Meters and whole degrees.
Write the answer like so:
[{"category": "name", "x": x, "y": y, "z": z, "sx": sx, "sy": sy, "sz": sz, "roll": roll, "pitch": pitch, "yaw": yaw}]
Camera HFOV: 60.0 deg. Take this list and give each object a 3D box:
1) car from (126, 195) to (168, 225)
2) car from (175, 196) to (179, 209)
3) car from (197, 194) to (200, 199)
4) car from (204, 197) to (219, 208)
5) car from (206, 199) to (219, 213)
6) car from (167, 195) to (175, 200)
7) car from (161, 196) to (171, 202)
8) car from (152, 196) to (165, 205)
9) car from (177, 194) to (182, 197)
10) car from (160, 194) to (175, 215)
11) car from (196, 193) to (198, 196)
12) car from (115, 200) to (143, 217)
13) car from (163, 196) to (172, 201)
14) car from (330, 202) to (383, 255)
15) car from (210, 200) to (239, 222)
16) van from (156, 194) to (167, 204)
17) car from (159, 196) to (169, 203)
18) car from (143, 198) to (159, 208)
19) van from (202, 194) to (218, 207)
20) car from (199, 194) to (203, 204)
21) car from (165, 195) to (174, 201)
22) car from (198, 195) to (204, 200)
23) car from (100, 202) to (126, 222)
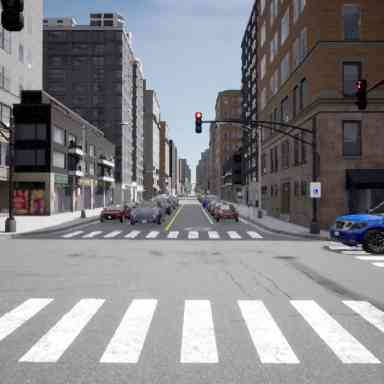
[{"category": "car", "x": -3.137, "y": 1.358, "z": 24.112, "sx": 2.097, "sy": 1.767, "sz": 4.553, "roll": 0, "pitch": 0, "yaw": 0}, {"category": "car", "x": -3.157, "y": 1.576, "z": 43.877, "sx": 1.994, "sy": 1.385, "sz": 4.181, "roll": 0, "pitch": 0, "yaw": 1}, {"category": "car", "x": 2.556, "y": 1.593, "z": 71.407, "sx": 1.947, "sy": 1.339, "sz": 4.313, "roll": 1, "pitch": 0, "yaw": 0}, {"category": "car", "x": 2.613, "y": 1.591, "z": 37.367, "sx": 1.802, "sy": 1.307, "sz": 4.206, "roll": 1, "pitch": 0, "yaw": 0}, {"category": "car", "x": 2.623, "y": 1.589, "z": 31.694, "sx": 1.802, "sy": 1.307, "sz": 4.206, "roll": 1, "pitch": 0, "yaw": 0}, {"category": "car", "x": -6.007, "y": 1.585, "z": 94.089, "sx": 1.887, "sy": 1.381, "sz": 4.507, "roll": 1, "pitch": 0, "yaw": 0}, {"category": "car", "x": -5.979, "y": 1.582, "z": 77.071, "sx": 2.008, "sy": 1.369, "sz": 4.403, "roll": 1, "pitch": 0, "yaw": 0}, {"category": "car", "x": -5.949, "y": 1.461, "z": 60.052, "sx": 1.967, "sy": 1.590, "sz": 4.097, "roll": 1, "pitch": 0, "yaw": 0}, {"category": "car", "x": -3.143, "y": 1.509, "z": 54.110, "sx": 2.128, "sy": 1.511, "sz": 4.902, "roll": 0, "pitch": 0, "yaw": 0}, {"category": "car", "x": -3.154, "y": 1.360, "z": 33.932, "sx": 2.097, "sy": 1.767, "sz": 4.553, "roll": 0, "pitch": 0, "yaw": 0}, {"category": "car", "x": 2.539, "y": 1.349, "z": 82.754, "sx": 2.192, "sy": 1.841, "sz": 5.009, "roll": 1, "pitch": 0, "yaw": 0}, {"category": "car", "x": -5.902, "y": 1.552, "z": 31.688, "sx": 1.887, "sy": 1.381, "sz": 4.507, "roll": 1, "pitch": 0, "yaw": 0}, {"category": "car", "x": -5.989, "y": 1.600, "z": 82.744, "sx": 1.947, "sy": 1.339, "sz": 4.313, "roll": 1, "pitch": 0, "yaw": 0}, {"category": "car", "x": 8.551, "y": 1.324, "z": 13.265, "sx": 5.566, "sy": 2.045, "sz": 2.150, "roll": 1, "pitch": -1, "yaw": 0}, {"category": "car", "x": 2.633, "y": 1.588, "z": 26.020, "sx": 1.802, "sy": 1.307, "sz": 4.206, "roll": 1, "pitch": 0, "yaw": 0}, {"category": "van", "x": -5.958, "y": 1.365, "z": 65.725, "sx": 1.690, "sy": 1.788, "sz": 3.998, "roll": 1, "pitch": 0, "yaw": 0}, {"category": "car", "x": -5.969, "y": 1.609, "z": 71.398, "sx": 1.802, "sy": 1.307, "sz": 4.206, "roll": 1, "pitch": 0, "yaw": 0}, {"category": "car", "x": -5.931, "y": 1.596, "z": 48.707, "sx": 1.802, "sy": 1.307, "sz": 4.206, "roll": 1, "pitch": 0, "yaw": 0}, {"category": "van", "x": 2.606, "y": 1.353, "z": 43.041, "sx": 1.690, "sy": 1.788, "sz": 3.998, "roll": 1, "pitch": 0, "yaw": 0}, {"category": "car", "x": 2.597, "y": 1.329, "z": 48.714, "sx": 2.192, "sy": 1.841, "sz": 5.009, "roll": 1, "pitch": 0, "yaw": 0}, {"category": "car", "x": -5.998, "y": 1.603, "z": 88.417, "sx": 1.947, "sy": 1.339, "sz": 4.313, "roll": 1, "pitch": 0, "yaw": 0}, {"category": "car", "x": 2.519, "y": 1.565, "z": 94.271, "sx": 1.752, "sy": 1.417, "sz": 4.829, "roll": 1, "pitch": 0, "yaw": 0}, {"category": "car", "x": -5.893, "y": 1.551, "z": 26.015, "sx": 1.887, "sy": 1.381, "sz": 4.507, "roll": 1, "pitch": 0, "yaw": 0}]
